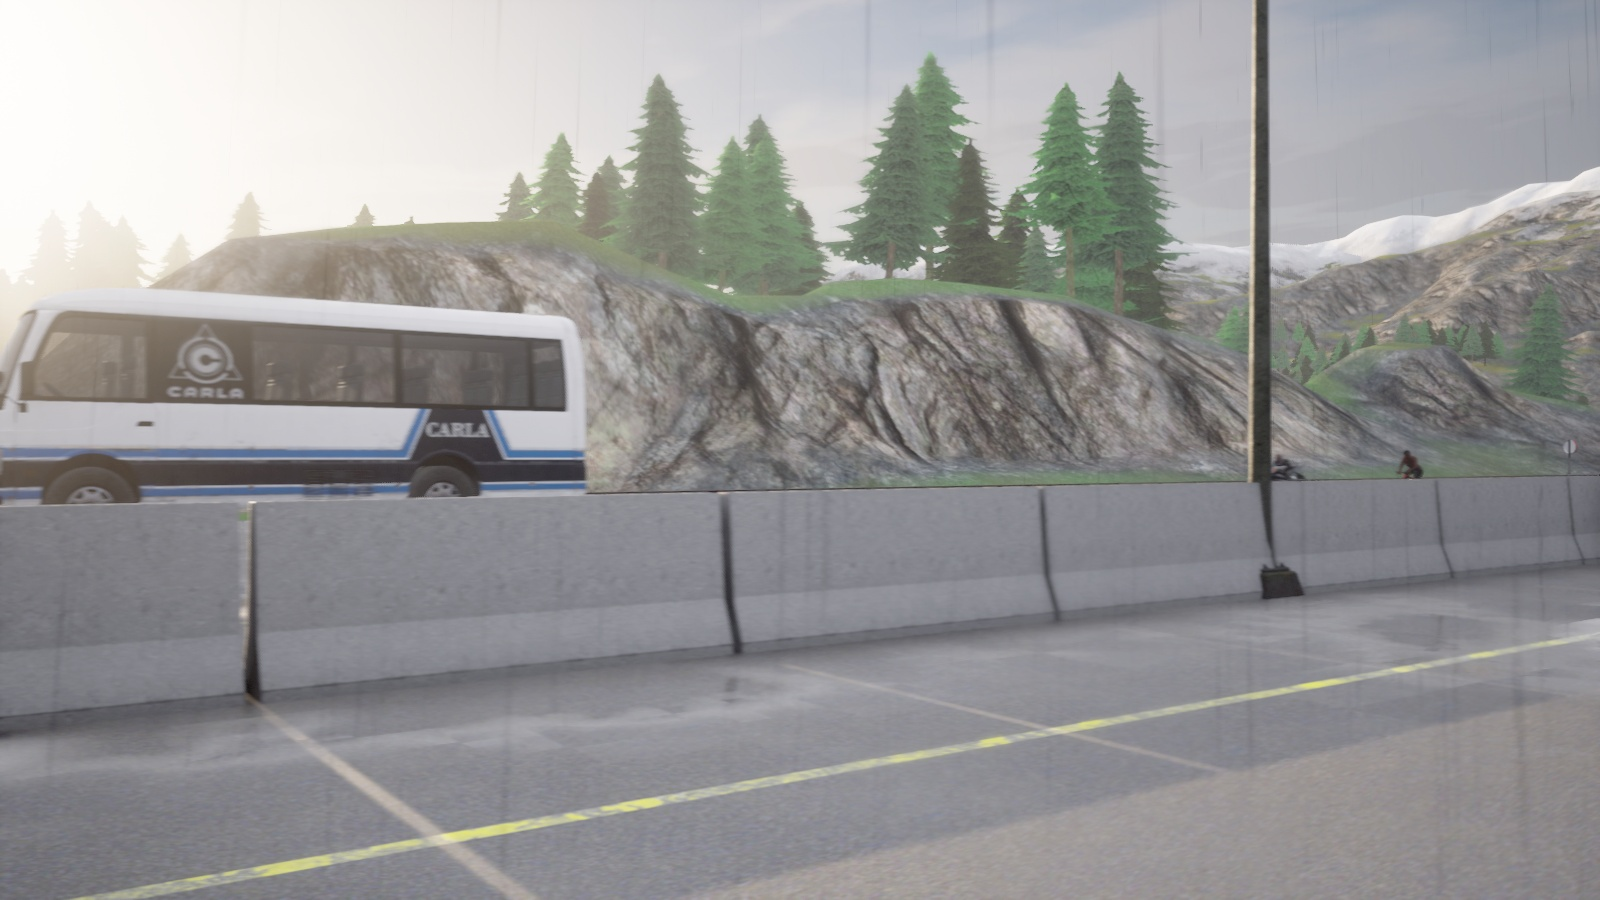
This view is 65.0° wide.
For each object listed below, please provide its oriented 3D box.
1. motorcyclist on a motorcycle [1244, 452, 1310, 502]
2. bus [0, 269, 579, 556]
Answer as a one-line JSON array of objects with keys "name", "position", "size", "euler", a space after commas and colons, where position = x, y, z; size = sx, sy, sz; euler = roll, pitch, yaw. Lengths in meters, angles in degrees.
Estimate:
[{"name": "motorcyclist on a motorcycle", "position": [15.122, 0.845, 39.767], "size": [2.191, 1.530, 0.866], "euler": [0, 0, -35]}, {"name": "bus", "position": [-9.558, -0.556, 22.598], "size": [10.273, 4.253, 3.944], "euler": [0, 0, -35]}]
